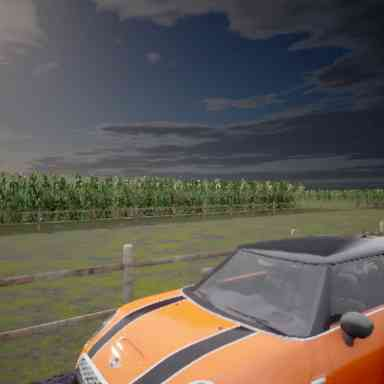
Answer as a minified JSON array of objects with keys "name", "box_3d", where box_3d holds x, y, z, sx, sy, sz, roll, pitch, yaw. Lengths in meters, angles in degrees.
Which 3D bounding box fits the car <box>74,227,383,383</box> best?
[{"name":"car","box_3d":[1.115,1.354,3.682,4.553,1.767,2.097,0,0,-34]}]
